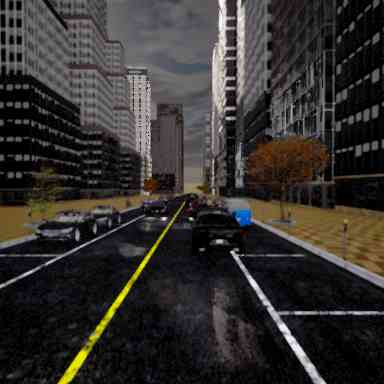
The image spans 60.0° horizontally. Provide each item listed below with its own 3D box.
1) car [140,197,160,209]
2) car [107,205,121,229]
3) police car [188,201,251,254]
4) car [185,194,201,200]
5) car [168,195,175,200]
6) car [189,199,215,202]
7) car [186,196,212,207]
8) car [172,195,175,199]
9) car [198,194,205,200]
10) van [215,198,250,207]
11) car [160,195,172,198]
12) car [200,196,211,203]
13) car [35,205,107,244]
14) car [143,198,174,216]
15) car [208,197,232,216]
[{"bbox_3d":[-5.711,1.483,43.685,2.008,1.369,4.403,-1,0,0],"label":"car"},{"bbox_3d":[-5.706,1.513,21.185,2.008,1.369,4.403,-1,0,0],"label":"car"},{"bbox_3d":[0.897,1.400,13.421,1.930,1.638,5.238,0,0,0],"label":"police car"},{"bbox_3d":[0.002,1.432,49.125,1.837,1.490,4.892,0,0,0],"label":"car"},{"bbox_3d":[-5.720,1.475,94.309,1.802,1.307,4.206,-1,0,0],"label":"car"},{"bbox_3d":[0.896,1.464,23.312,1.837,1.490,4.892,0,0,0],"label":"car"},{"bbox_3d":[0.756,1.430,29.349,1.882,1.535,5.008,0,0,3],"label":"car"},{"bbox_3d":[-5.719,1.443,83.060,1.887,1.381,4.507,-1,0,0],"label":"car"},{"bbox_3d":[2.659,1.419,94.480,1.752,1.417,4.829,-1,0,0],"label":"car"},{"bbox_3d":[2.670,1.303,21.187,1.690,1.788,3.998,-1,0,0],"label":"van"},{"bbox_3d":[-5.717,1.350,66.185,1.967,1.590,4.097,-1,0,0],"label":"car"},{"bbox_3d":[2.665,1.476,66.186,1.947,1.339,4.313,-1,0,0],"label":"car"},{"bbox_3d":[-5.705,1.522,15.561,2.008,1.369,4.403,-1,0,0],"label":"car"},{"bbox_3d":[-3.099,1.511,31.267,1.994,1.385,4.181,0,0,0],"label":"car"},{"bbox_3d":[2.669,1.386,32.437,1.967,1.590,4.097,-1,0,0],"label":"car"}]
